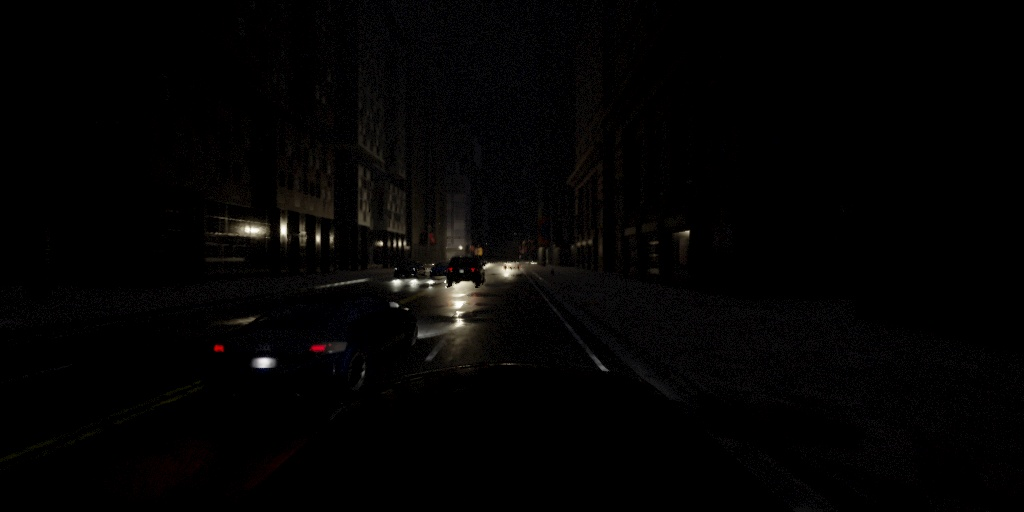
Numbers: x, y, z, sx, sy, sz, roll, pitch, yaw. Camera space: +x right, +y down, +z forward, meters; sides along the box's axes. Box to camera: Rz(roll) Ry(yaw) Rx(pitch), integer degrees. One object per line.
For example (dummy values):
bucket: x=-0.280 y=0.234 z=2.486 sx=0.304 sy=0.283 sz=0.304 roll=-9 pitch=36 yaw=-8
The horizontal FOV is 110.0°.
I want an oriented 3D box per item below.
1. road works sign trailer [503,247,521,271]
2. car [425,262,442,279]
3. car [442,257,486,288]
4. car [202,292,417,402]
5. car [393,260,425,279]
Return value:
road works sign trailer: x=0.003 y=0.424 z=54.777 sx=2.380 sy=3.560 sz=2.880 roll=0 pitch=0 yaw=0
car: x=-6.590 y=1.349 z=34.491 sx=1.882 sy=1.535 sz=5.008 roll=0 pitch=-1 yaw=0
car: x=-3.148 y=1.057 z=25.059 sx=2.150 sy=2.045 sz=5.566 roll=0 pitch=0 yaw=0
car: x=-3.149 y=1.331 z=6.559 sx=1.994 sy=1.385 sz=4.181 roll=0 pitch=0 yaw=0
car: x=-9.840 y=1.224 z=34.701 sx=2.097 sy=1.767 sz=4.553 roll=0 pitch=0 yaw=0
